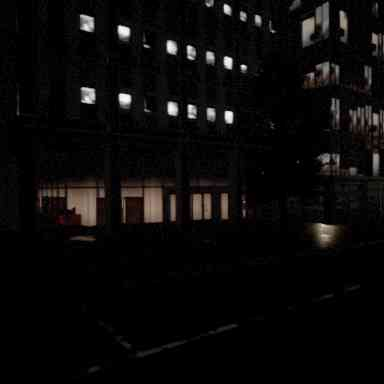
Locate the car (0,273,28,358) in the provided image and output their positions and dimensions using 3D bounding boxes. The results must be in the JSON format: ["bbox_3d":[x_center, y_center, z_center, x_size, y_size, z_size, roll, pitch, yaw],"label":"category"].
[{"bbox_3d":[-4.264,1.545,3.533,4.507,1.381,1.887,0,-1,-35],"label":"car"}]
